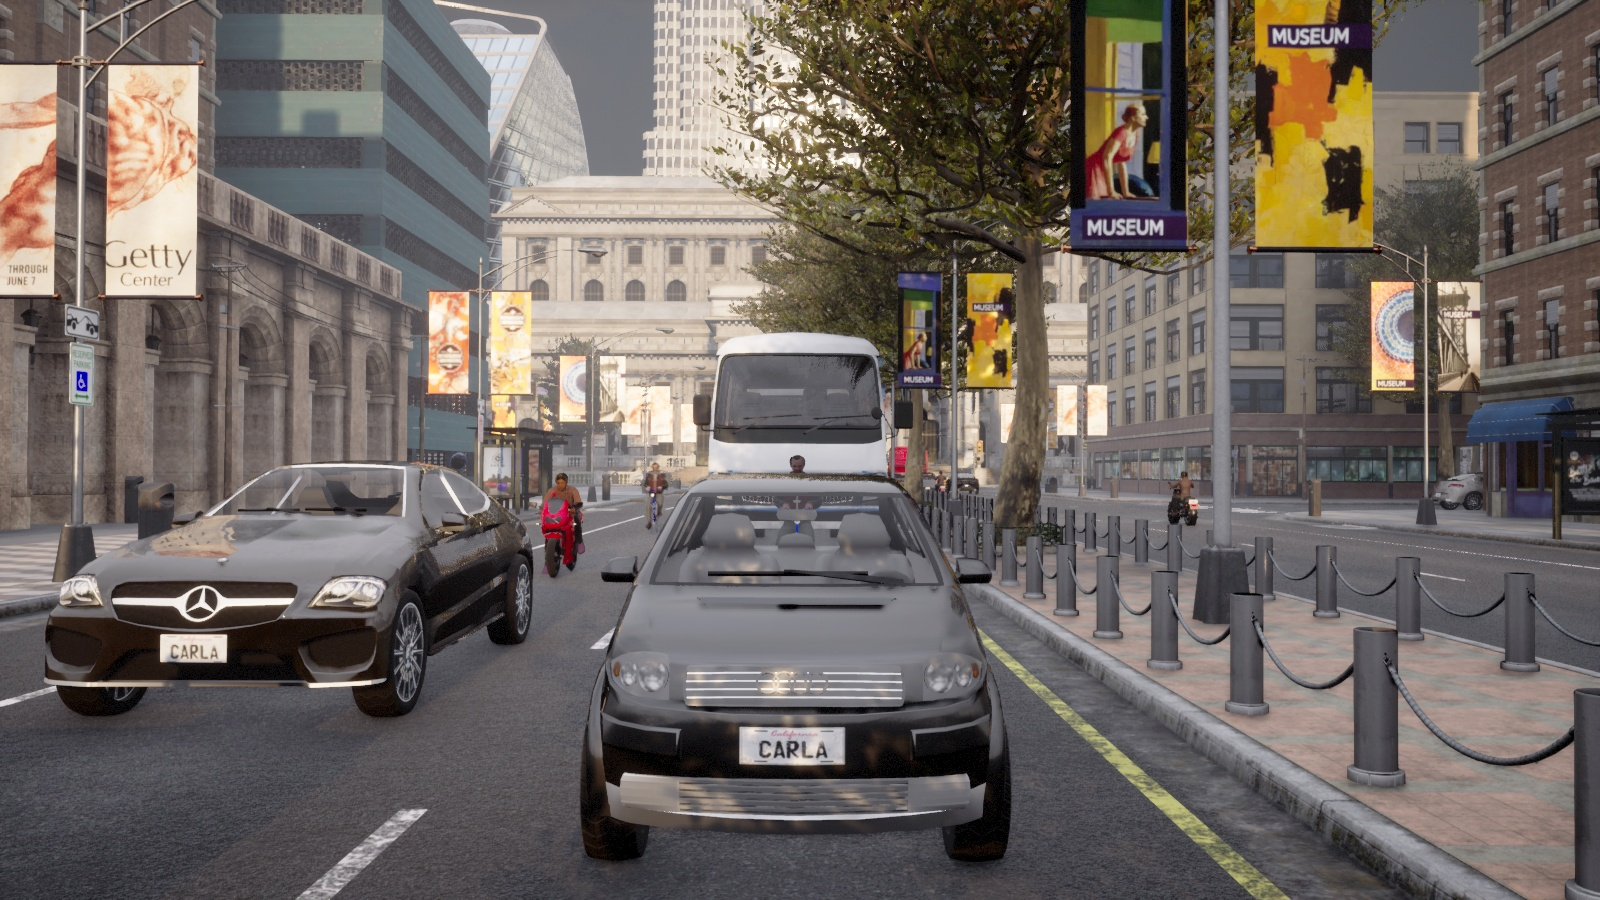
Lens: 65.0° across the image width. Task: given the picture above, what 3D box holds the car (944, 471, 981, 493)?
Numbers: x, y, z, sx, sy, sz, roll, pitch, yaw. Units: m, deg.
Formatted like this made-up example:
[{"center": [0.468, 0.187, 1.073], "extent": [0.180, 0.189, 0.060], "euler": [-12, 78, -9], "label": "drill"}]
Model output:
[{"center": [11.302, 2.213, 87.519], "extent": [1.882, 1.535, 5.008], "euler": [0, -1, 0], "label": "car"}]

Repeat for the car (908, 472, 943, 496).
[{"center": [7.865, 2.123, 79.165], "extent": [1.845, 1.501, 3.633], "euler": [0, -1, 0], "label": "car"}]

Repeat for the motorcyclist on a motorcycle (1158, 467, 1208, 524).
[{"center": [11.436, 1.348, 37.550], "extent": [0.766, 1.649, 2.350], "euler": [0, -1, 0], "label": "motorcyclist on a motorcycle"}]

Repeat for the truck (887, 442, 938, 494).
[{"center": [7.820, 1.282, 88.391], "extent": [2.891, 3.462, 7.936], "euler": [0, -1, 0], "label": "truck"}]

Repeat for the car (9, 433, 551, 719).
[{"center": [-3.517, 0.772, 9.806], "extent": [2.152, 1.651, 5.027], "euler": [0, -1, 0], "label": "car"}]

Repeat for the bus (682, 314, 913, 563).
[{"center": [-0.050, -0.115, 26.671], "extent": [3.944, 4.253, 10.273], "euler": [0, -1, 0], "label": "bus"}]

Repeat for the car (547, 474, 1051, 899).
[{"center": [-0.010, 0.899, 6.324], "extent": [1.789, 1.549, 3.705], "euler": [0, -1, 0], "label": "car"}]

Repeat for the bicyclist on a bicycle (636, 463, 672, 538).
[{"center": [-3.552, 1.213, 30.638], "extent": [0.659, 1.776, 1.843], "euler": [0, -1, 0], "label": "bicyclist on a bicycle"}]

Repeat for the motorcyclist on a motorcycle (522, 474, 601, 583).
[{"center": [-3.531, 1.125, 18.743], "extent": [0.797, 1.523, 2.044], "euler": [0, -1, 0], "label": "motorcyclist on a motorcycle"}]

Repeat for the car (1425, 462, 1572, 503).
[{"center": [29.564, 1.367, 53.286], "extent": [5.027, 1.651, 2.152], "euler": [0, -1, -1], "label": "car"}]
